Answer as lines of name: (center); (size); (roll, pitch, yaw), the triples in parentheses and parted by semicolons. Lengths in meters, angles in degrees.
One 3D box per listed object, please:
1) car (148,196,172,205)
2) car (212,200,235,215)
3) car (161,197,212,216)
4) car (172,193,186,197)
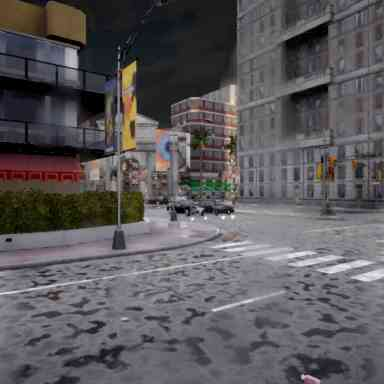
car: (-6.266, 1.505, 59.597); (1.837, 1.490, 4.892); (0, 0, -44)
car: (2.039, 1.547, 34.455); (2.033, 1.411, 5.357); (0, 0, -35)
car: (-0.645, 1.492, 32.190); (2.128, 1.511, 4.902); (0, 0, -35)
car: (-2.554, 1.221, 62.282); (2.150, 2.045, 5.566); (0, 0, -15)
